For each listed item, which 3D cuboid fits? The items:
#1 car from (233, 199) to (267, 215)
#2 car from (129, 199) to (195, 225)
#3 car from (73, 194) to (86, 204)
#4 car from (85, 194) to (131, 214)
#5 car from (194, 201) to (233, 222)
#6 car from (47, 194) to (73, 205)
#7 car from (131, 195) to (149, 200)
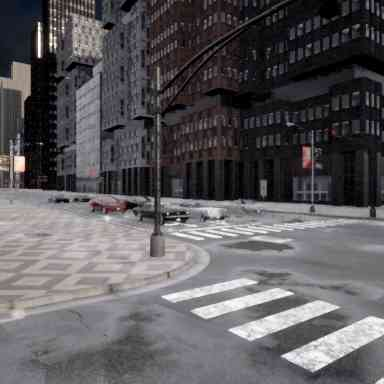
[{"bbox_3d":[4.407,1.306,29.981,1.895,1.301,4.718,0,1,-35],"label":"car"},{"bbox_3d":[-2.113,1.355,22.158,1.895,1.301,4.718,0,1,-36],"label":"car"},{"bbox_3d":[-14.893,0.969,45.550,1.895,1.301,4.718,0,1,-35],"label":"car"},{"bbox_3d":[-7.592,1.100,29.780,1.882,1.535,5.008,0,1,-36],"label":"car"},{"bbox_3d":[0.485,1.350,24.113,1.895,1.301,4.718,0,1,-36],"label":"car"},{"bbox_3d":[-17.529,0.974,43.648,1.895,1.301,4.718,0,1,-35],"label":"car"},{"bbox_3d":[-4.996,1.094,31.741,1.882,1.535,5.008,0,1,-36],"label":"car"}]
